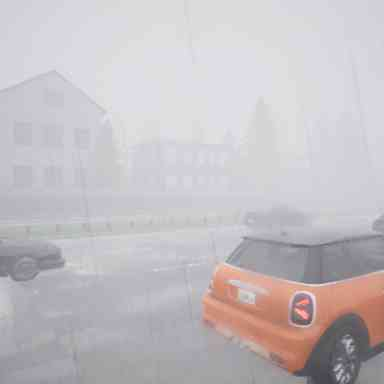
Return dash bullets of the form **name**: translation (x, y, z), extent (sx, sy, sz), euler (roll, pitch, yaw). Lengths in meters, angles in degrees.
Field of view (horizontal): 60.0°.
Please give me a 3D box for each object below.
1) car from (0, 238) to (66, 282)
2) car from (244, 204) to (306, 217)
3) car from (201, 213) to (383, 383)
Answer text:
- **car**: translation (-6.020, 1.546, 8.050), extent (5.357, 1.411, 2.033), euler (0, 0, -36)
- **car**: translation (5.381, 1.504, 20.490), extent (5.008, 1.535, 1.882), euler (0, 0, -36)
- **car**: translation (2.429, 1.360, 5.482), extent (4.553, 1.767, 2.097), euler (0, 0, -36)
